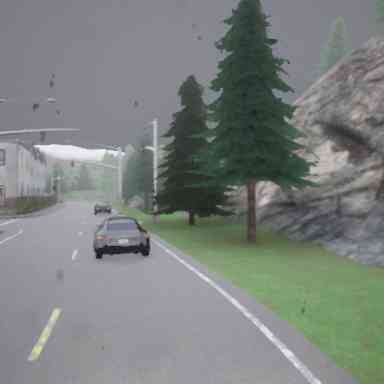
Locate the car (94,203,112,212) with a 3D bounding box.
[{"bbox_3d":[-10.601,1.928,39.424,1.895,1.301,4.718,0,0,-17],"label":"car"}]

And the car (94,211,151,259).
[{"bbox_3d":[-2.854,1.668,13.292,1.994,1.385,4.181,0,0,-15],"label":"car"}]
